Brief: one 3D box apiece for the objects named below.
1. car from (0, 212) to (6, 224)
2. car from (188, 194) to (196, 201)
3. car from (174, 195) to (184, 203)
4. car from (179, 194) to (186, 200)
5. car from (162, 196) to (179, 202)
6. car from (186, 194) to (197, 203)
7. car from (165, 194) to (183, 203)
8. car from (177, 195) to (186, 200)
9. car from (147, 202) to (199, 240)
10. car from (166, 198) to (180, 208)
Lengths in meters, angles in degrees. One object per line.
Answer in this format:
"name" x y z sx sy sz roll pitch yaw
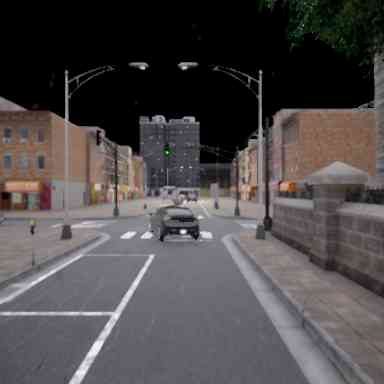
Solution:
"car" -14.599 1.501 21.537 4.674 1.442 1.812 0 0 0
"car" 0.009 1.191 77.204 1.882 1.535 5.008 0 0 0
"car" -2.631 1.426 68.943 2.008 1.369 4.403 0 0 0
"car" -2.629 1.367 90.581 1.752 1.417 4.829 0 0 0
"car" -2.635 1.455 36.061 1.752 1.417 4.829 0 0 0
"car" 0.008 1.230 67.169 2.097 1.767 4.553 0 0 0
"car" -2.635 1.235 41.682 2.192 1.841 5.009 0 0 0
"car" -2.629 1.401 85.299 2.008 1.369 4.403 0 0 0
"car" -1.032 1.473 16.796 1.837 1.490 4.892 1 0 -16
"car" -2.634 1.493 47.135 1.802 1.307 4.206 0 0 0
